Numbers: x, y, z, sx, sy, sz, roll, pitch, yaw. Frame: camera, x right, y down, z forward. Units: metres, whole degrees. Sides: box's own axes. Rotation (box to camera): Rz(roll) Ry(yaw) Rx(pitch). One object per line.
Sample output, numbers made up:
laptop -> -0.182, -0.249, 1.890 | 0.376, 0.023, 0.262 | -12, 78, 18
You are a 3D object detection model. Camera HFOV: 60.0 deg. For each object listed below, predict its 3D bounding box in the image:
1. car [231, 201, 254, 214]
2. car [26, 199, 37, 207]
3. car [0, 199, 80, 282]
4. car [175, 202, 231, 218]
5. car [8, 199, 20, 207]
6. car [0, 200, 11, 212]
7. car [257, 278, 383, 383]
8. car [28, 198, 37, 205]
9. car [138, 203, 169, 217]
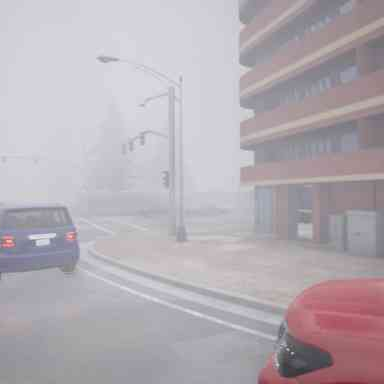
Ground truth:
car -> 5.031, 1.787, 39.144 | 5.008, 1.535, 1.882 | 0, 0, -24
car -> -34.300, 2.323, 71.375 | 2.033, 1.411, 5.357 | 0, 0, -25
car -> -5.260, 1.340, 10.320 | 2.150, 2.045, 5.566 | 0, 0, -36
car -> 1.118, 1.897, 33.547 | 4.718, 1.301, 1.895 | 0, 0, -24
car -> -37.986, 2.332, 71.016 | 1.812, 1.442, 4.674 | 0, 0, -25
car -> -27.345, 2.035, 48.033 | 1.882, 1.535, 5.008 | 0, 0, -25
car -> 3.189, 1.212, 1.844 | 5.566, 2.045, 2.150 | -1, 0, 35
car -> -38.587, 2.362, 80.734 | 1.882, 1.535, 5.008 | 0, 0, -25
car -> -3.391, 1.868, 35.338 | 4.674, 1.442, 1.812 | 0, 0, -24
